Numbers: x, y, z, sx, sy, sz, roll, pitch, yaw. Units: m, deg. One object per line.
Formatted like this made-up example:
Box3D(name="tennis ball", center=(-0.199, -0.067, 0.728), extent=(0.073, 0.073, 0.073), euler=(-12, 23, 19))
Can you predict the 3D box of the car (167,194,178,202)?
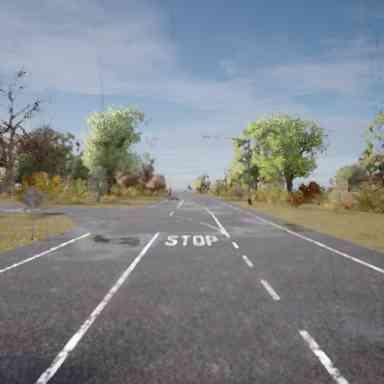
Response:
Box3D(name="car", center=(-3.660, 1.134, 64.701), extent=(1.994, 1.385, 4.181), euler=(0, 0, -1))
